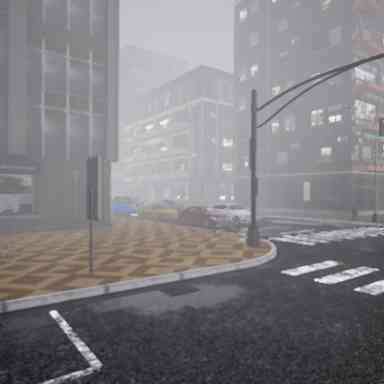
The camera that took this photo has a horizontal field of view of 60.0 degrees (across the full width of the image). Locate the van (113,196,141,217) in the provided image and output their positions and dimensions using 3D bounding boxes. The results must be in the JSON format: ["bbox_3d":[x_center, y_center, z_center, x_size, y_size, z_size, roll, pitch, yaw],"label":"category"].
[{"bbox_3d":[-5.876,1.284,30.739,1.690,1.788,3.998,1,0,-36],"label":"van"}]

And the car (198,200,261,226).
[{"bbox_3d":[2.702,1.503,23.245,1.812,1.442,4.674,0,0,-36],"label":"car"}]

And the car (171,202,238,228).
[{"bbox_3d":[0.719,1.544,21.530,1.802,1.307,4.206,1,0,-36],"label":"car"}]

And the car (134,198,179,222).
[{"bbox_3d":[-2.479,1.477,25.995,1.752,1.417,4.829,1,0,-36],"label":"car"}]

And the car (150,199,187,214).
[{"bbox_3d":[-2.603,1.499,36.114,1.812,1.442,4.674,0,0,-36],"label":"car"}]

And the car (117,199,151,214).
[{"bbox_3d":[-6.245,1.516,35.705,1.994,1.385,4.181,0,0,-36],"label":"car"}]
